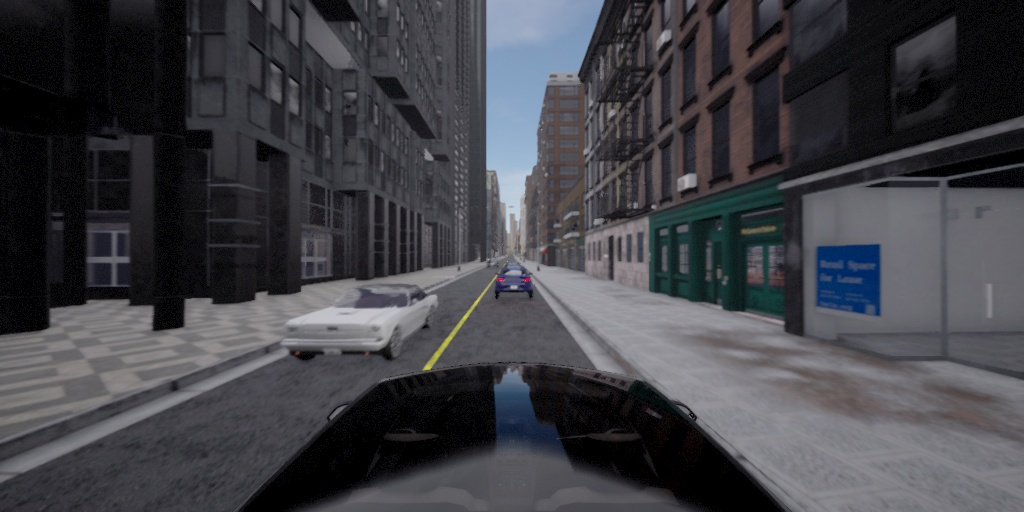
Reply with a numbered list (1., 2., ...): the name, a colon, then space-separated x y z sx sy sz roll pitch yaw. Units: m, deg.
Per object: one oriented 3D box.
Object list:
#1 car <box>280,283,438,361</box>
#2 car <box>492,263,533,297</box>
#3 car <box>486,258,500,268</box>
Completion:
1. car: -3.105 1.340 8.395 1.895 1.301 4.718 0 0 0
2. car: 0.090 1.251 18.405 1.812 1.442 4.674 0 0 0
3. car: -3.045 1.154 58.092 2.128 1.511 4.902 0 0 0
